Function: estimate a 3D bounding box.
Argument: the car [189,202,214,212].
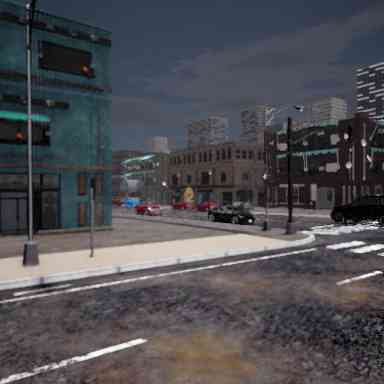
[{"bbox_3d":[1.899,1.873,42.467,1.802,1.307,4.206,-2,0,-35],"label":"car"}]

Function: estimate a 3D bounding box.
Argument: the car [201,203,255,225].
[{"bbox_3d":[3.015,1.793,26.230,1.947,1.339,4.313,-2,0,-35],"label":"car"}]

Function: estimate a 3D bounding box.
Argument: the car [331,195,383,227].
[{"bbox_3d":[12.423,1.261,23.050,2.150,2.045,5.566,0,-2,-29],"label":"car"}]

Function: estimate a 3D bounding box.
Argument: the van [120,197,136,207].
[{"bbox_3d":[-10.939,1.874,60.509,1.690,1.788,3.998,-2,0,-35],"label":"van"}]

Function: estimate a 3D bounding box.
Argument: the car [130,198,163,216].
[{"bbox_3d":[-4.932,1.824,37.608,1.967,1.590,4.097,-2,0,-35],"label":"car"}]

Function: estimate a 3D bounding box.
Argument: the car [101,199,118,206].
[{"bbox_3d":[-17.350,2.195,69.530,1.887,1.381,4.507,-2,0,-35],"label":"car"}]

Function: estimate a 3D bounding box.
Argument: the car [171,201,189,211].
[{"bbox_3d":[-1.308,1.934,46.977,1.802,1.307,4.206,-2,0,-35],"label":"car"}]

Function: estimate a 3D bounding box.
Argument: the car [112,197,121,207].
[{"bbox_3d":[-14.148,1.907,65.019,2.192,1.841,5.009,-2,0,-35],"label":"car"}]
